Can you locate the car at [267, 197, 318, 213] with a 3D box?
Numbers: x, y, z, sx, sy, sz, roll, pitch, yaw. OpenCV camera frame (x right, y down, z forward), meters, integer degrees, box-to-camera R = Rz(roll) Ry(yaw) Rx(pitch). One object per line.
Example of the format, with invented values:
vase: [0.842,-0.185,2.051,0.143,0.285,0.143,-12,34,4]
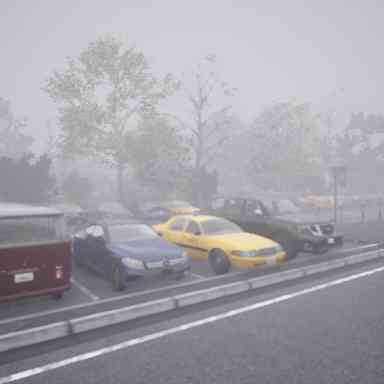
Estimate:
car: [10.150,1.256,33.925,2.002,1.452,4.674,-1,0,-36]

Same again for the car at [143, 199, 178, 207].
car: [-3.416,1.414,24.269,2.163,1.488,4.792,-1,0,-36]

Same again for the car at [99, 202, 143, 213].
car: [-5.661,1.414,22.637,2.231,1.521,4.892,-1,0,-36]

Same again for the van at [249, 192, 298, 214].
van: [7.821,1.018,32.408,1.878,1.987,4.442,-1,0,-36]

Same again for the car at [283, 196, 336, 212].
car: [12.410,1.188,35.538,2.097,1.535,5.008,-1,0,-36]

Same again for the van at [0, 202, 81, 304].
van: [-4.256,1.263,7.700,1.878,1.987,4.442,-1,0,-36]

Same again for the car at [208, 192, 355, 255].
car: [2.670,1.153,12.472,2.435,2.045,5.566,-1,0,-36]

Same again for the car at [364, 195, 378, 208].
car: [19.178,1.106,40.388,2.097,1.535,5.008,-1,0,-36]

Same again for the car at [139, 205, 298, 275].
car: [0.482,1.429,10.715,1.946,1.575,5.366,-1,0,-36]

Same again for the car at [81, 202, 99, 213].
car: [-7.918,1.441,21.022,2.097,1.535,5.008,-1,0,-36]

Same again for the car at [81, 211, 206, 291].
car: [-1.907,1.501,9.239,2.002,1.452,4.674,-1,0,-36]

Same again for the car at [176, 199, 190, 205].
car: [-1.034,1.353,25.708,1.946,1.575,5.366,-1,0,-36]

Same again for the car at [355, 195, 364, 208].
car: [16.904,1.008,38.795,2.185,1.767,4.553,-1,0,-36]

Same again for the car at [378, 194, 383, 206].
car: [21.443,1.080,41.992,2.231,1.521,4.892,-1,0,-36]

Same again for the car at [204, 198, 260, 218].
car: [3.392,1.329,29.064,2.163,1.488,4.792,-1,0,-36]
